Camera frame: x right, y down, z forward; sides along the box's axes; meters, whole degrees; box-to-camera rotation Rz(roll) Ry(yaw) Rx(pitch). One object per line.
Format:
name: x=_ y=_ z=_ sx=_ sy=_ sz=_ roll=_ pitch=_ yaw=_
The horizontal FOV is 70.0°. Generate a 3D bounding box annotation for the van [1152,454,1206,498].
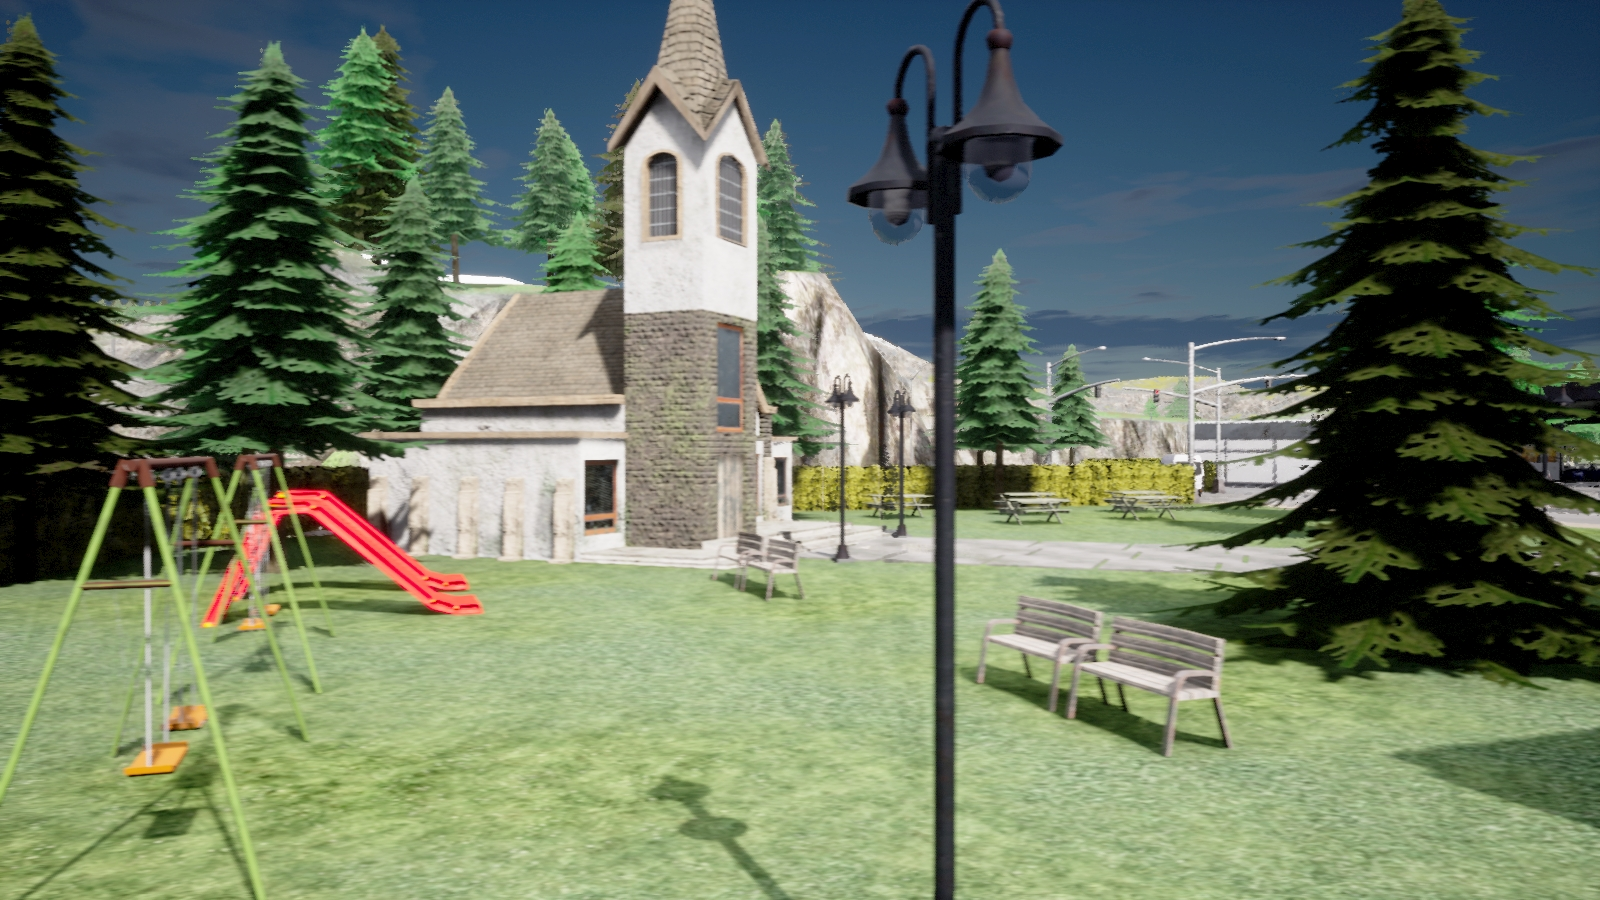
van: x=23.336 y=1.531 z=70.635 sx=1.988 sy=2.561 sz=5.915 roll=1 pitch=0 yaw=7
